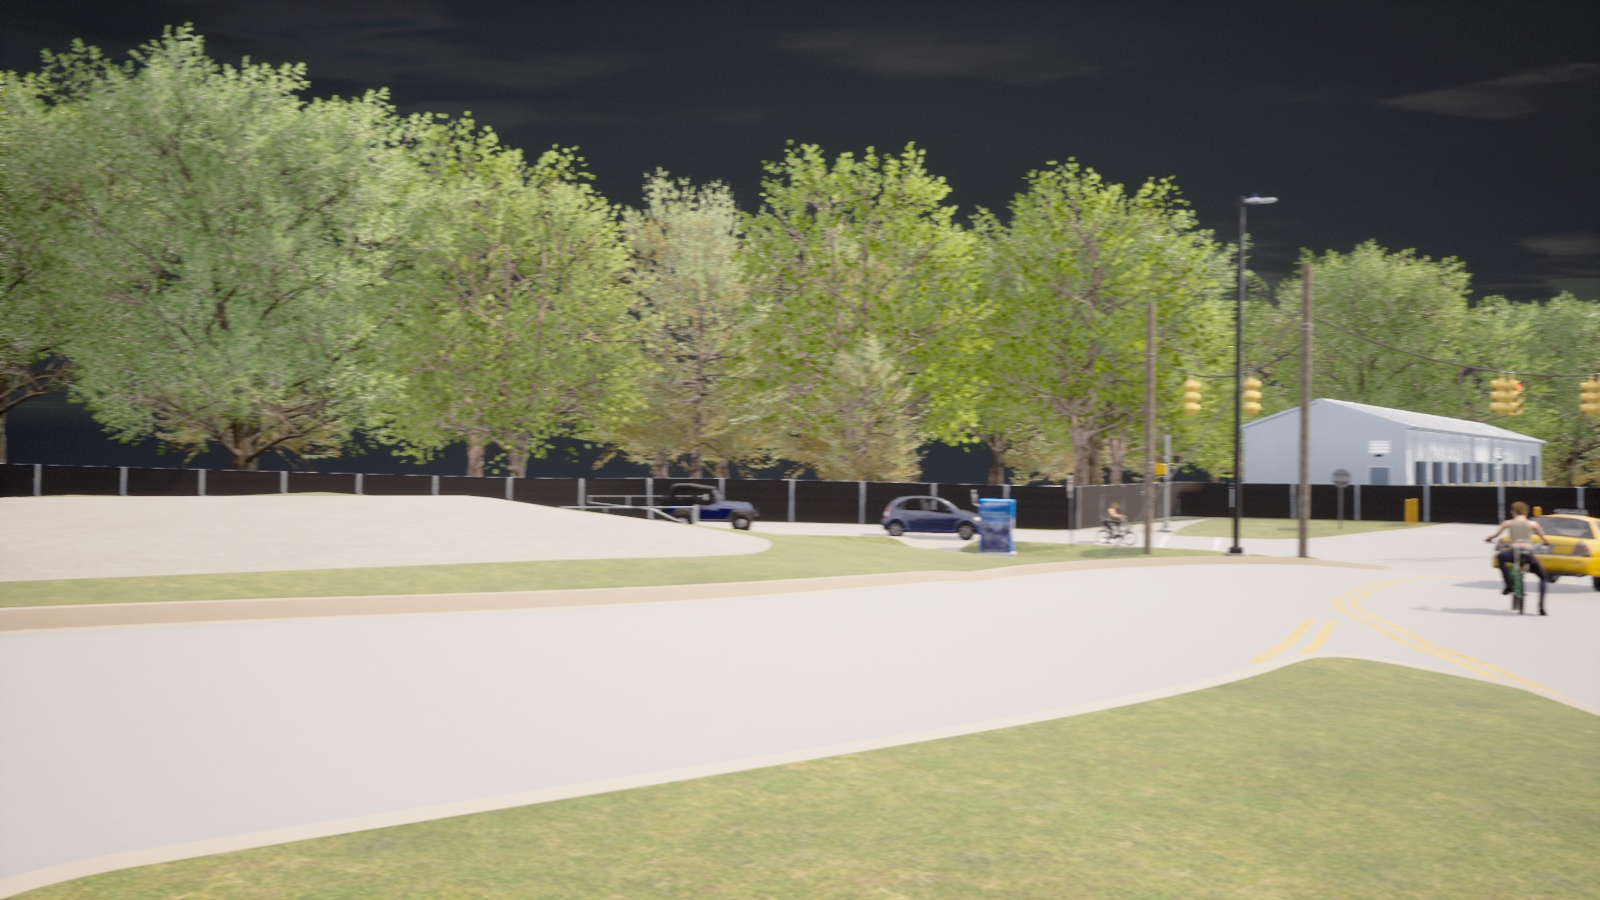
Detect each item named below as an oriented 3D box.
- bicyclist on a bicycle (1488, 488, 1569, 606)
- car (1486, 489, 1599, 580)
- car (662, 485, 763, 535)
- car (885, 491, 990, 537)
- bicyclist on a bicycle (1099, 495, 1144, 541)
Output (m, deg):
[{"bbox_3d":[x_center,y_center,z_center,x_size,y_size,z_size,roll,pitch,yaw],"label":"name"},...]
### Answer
[{"bbox_3d":[10.483,1.370,18.115,0.866,1.612,1.509,0,-2,24],"label":"bicyclist on a bicycle"},{"bbox_3d":[15.574,1.680,25.131,1.801,1.575,5.366,0,-3,45],"label":"car"},{"bbox_3d":[-3.411,2.348,49.577,3.866,1.878,1.905,0,1,-1],"label":"car"},{"bbox_3d":[5.373,2.476,48.893,3.988,1.617,1.851,0,1,8],"label":"car"},{"bbox_3d":[12.089,2.552,47.196,1.509,1.612,0.866,1,1,22],"label":"bicyclist on a bicycle"}]
